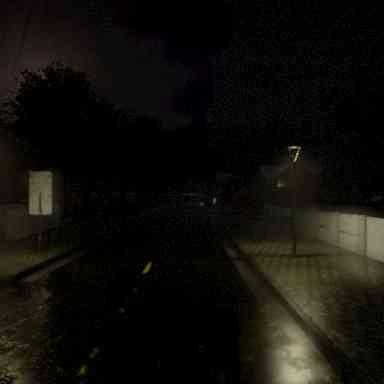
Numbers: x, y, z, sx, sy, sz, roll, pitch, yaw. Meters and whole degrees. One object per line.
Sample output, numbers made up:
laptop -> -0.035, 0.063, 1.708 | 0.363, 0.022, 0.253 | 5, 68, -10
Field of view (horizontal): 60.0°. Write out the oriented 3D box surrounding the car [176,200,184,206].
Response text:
car -> -2.732, 2.423, 75.256 | 1.895, 1.301, 4.718 | 0, -1, 0
